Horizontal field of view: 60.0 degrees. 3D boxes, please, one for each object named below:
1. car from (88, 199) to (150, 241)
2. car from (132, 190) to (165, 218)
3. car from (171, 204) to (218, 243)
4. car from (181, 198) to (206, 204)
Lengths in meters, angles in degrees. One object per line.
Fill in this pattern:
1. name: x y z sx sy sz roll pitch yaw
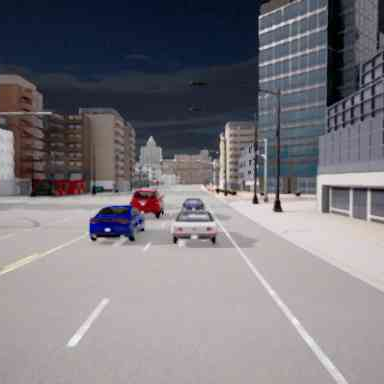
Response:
1. car: -3.400 1.335 15.875 1.882 1.535 5.008 0 1 0
2. car: -3.403 0.848 25.857 2.150 2.045 5.566 0 2 0
3. car: 0.099 1.469 15.356 1.895 1.301 4.718 0 1 0
4. car: 0.108 1.177 25.836 2.033 1.411 5.357 0 2 0
